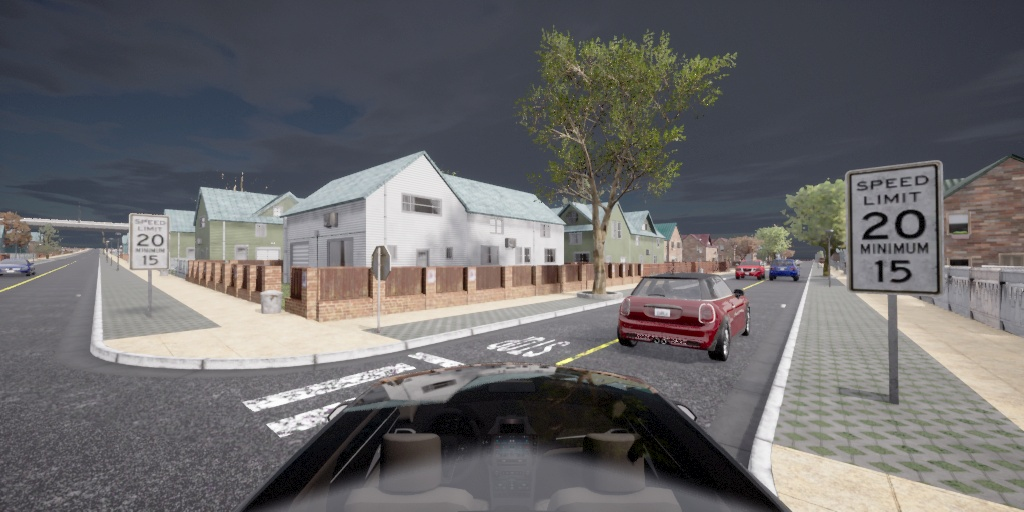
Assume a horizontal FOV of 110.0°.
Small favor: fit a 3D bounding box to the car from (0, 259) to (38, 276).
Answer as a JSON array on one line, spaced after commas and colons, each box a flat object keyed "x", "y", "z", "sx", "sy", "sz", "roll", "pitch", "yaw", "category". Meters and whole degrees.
[{"x": -42.114, "y": 0.968, "z": 30.394, "sx": 4.674, "sy": 1.442, "sz": 1.812, "roll": 1, "pitch": 0, "yaw": 41, "category": "car"}]

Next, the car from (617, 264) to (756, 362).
[{"x": 4.383, "y": 1.175, "z": 8.812, "sx": 2.097, "sy": 1.767, "sz": 4.553, "roll": -1, "pitch": -1, "yaw": 40, "category": "car"}]

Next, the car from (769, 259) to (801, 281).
[{"x": 26.815, "y": 1.362, "z": 35.298, "sx": 2.150, "sy": 2.045, "sz": 5.566, "roll": -1, "pitch": -1, "yaw": 40, "category": "car"}]

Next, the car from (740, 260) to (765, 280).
[{"x": 24.973, "y": 1.395, "z": 37.493, "sx": 2.150, "sy": 2.045, "sz": 5.566, "roll": -1, "pitch": -1, "yaw": 40, "category": "car"}]
